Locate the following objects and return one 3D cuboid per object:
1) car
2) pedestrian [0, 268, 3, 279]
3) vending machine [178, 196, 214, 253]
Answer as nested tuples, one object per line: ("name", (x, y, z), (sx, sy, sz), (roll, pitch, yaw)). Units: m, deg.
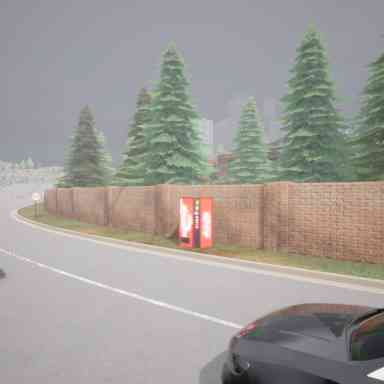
("car", (2.509, 1.505, 2.303), (4.892, 1.490, 1.837), (0, 0, 37))
("pedestrian", (-5.100, 1.574, 8.392), (0.375, 1.300, 0.375), (0, 0, 42))
("vending machine", (0.155, 1.195, 13.036), (0.880, 2.100, 1.100), (0, 0, 42))
